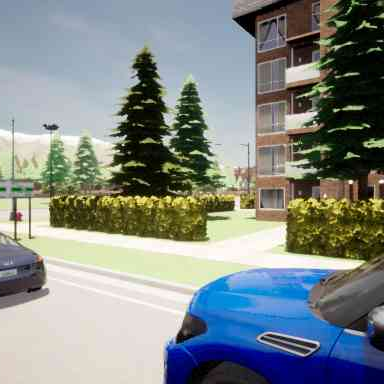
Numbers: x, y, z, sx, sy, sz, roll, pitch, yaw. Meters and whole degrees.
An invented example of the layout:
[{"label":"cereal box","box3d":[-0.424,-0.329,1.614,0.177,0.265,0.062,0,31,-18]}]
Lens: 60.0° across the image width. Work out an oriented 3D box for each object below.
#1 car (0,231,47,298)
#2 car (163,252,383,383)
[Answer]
[{"label":"car","box3d":[-5.238,1.564,7.698,4.181,1.385,1.994,0,0,36]},{"label":"car","box3d":[2.377,1.221,2.293,5.566,2.045,2.150,0,0,36]}]
